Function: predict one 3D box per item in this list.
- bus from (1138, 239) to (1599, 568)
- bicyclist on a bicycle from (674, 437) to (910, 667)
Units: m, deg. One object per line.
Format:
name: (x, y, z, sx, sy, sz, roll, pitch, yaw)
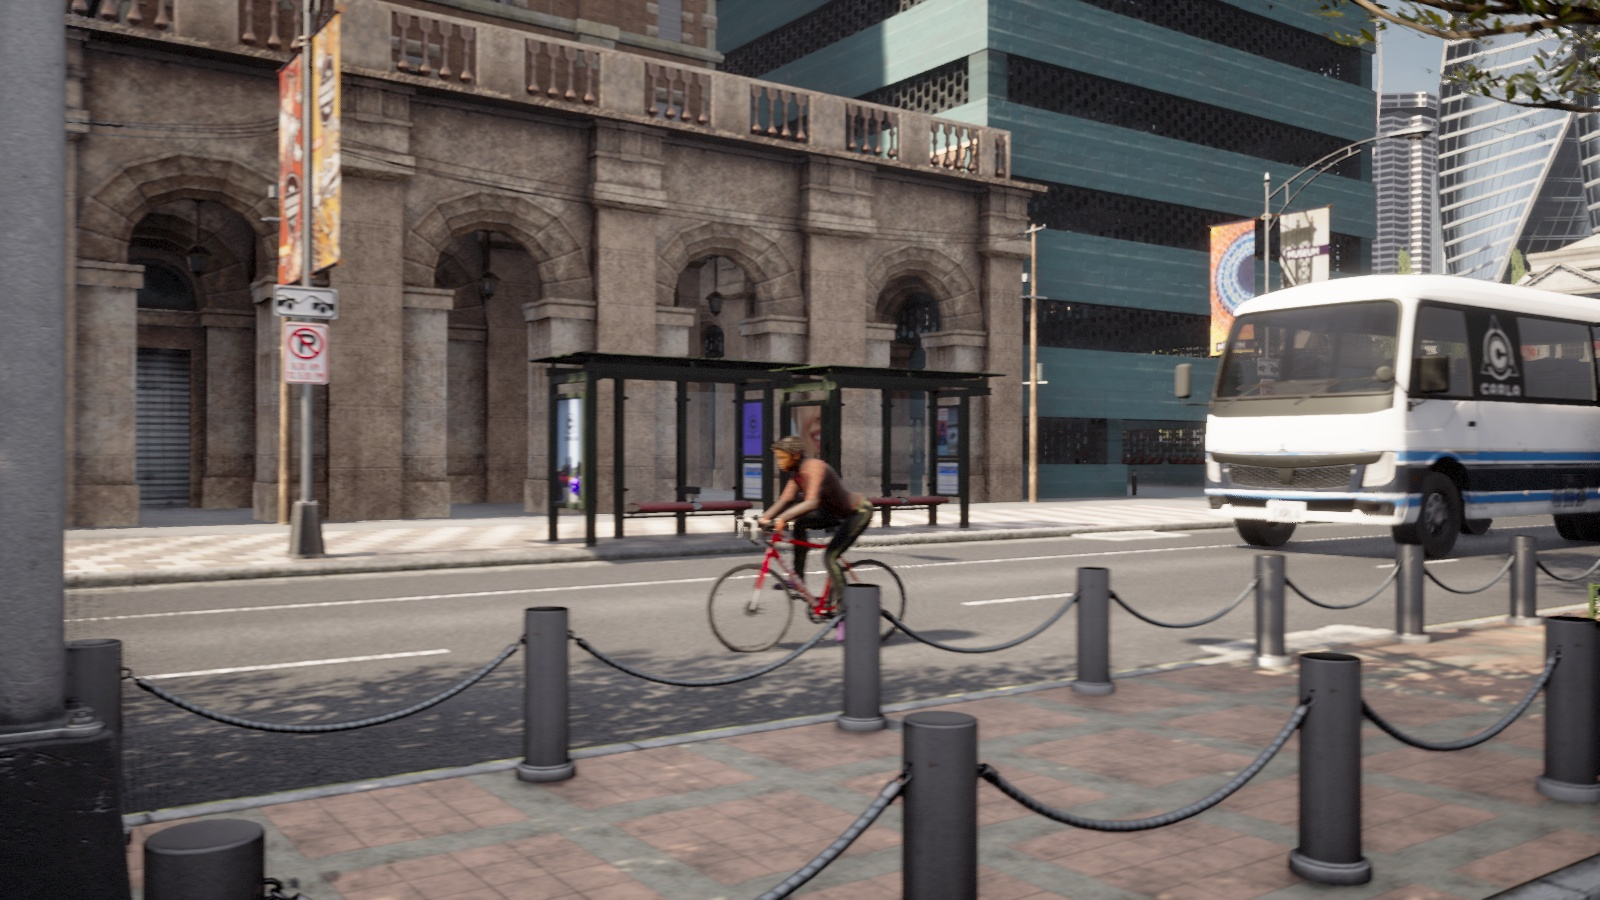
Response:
bus: (10.597, -0.603, 20.787, 10.273, 4.253, 3.944, 0, 0, -35)
bicyclist on a bicycle: (-0.057, 0.721, 9.473, 1.656, 1.620, 0.582, 0, -1, -23)
